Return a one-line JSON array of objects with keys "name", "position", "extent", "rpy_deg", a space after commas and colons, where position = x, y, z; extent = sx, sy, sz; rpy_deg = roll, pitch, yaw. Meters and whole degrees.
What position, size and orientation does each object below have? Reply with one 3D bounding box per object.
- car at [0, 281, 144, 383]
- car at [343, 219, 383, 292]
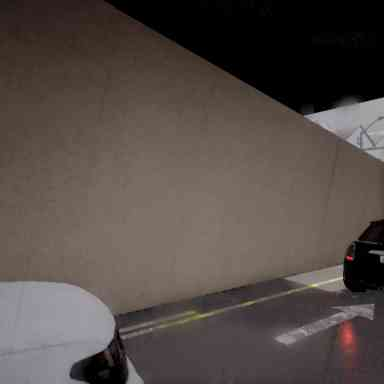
[{"name": "car", "position": [-3.004, 1.222, 1.645], "extent": [5.566, 2.045, 2.150], "rpy_deg": [0, 0, -36]}, {"name": "car", "position": [5.556, 1.352, 7.726], "extent": [4.553, 1.767, 2.097], "rpy_deg": [0, 0, -36]}]
